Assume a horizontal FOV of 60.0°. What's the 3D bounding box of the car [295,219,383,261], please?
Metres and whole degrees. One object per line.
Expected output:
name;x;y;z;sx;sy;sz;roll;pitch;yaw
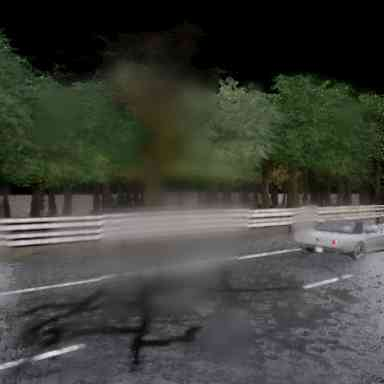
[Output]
car;6.104;1.659;12.467;4.718;1.301;1.895;0;0;-35
